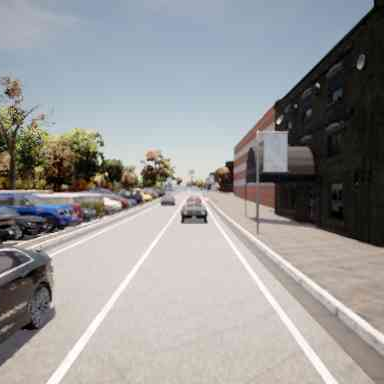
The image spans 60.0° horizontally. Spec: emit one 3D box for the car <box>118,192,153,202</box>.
[{"bbox_3d":[-9.261,0.811,55.016,5.366,1.575,1.946,0,1,0],"label":"car"}]

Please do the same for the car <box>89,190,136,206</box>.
[{"bbox_3d":[-9.209,1.019,38.062,4.553,1.767,2.185,0,1,0],"label":"car"}]

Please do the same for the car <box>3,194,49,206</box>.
[{"bbox_3d":[-21.719,1.035,43.729,4.892,1.521,2.231,0,1,0],"label":"car"}]

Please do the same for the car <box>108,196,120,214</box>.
[{"bbox_3d":[-9.232,1.346,29.581,4.674,1.452,2.002,0,1,0],"label":"car"}]

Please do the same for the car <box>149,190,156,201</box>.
[{"bbox_3d":[-8.907,0.866,52.188,5.366,1.575,1.946,0,1,0],"label":"car"}]

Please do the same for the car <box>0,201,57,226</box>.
[{"bbox_3d":[-9.320,1.361,15.439,5.008,1.535,2.097,0,0,0],"label":"car"}]

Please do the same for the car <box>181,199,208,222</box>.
[{"bbox_3d":[0.165,1.439,24.967,1.895,1.301,4.718,0,1,0],"label":"car"}]

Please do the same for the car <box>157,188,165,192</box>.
[{"bbox_3d":[-8.950,0.425,74.790,5.008,1.535,2.097,0,1,0],"label":"car"}]

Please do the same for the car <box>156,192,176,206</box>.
[{"bbox_3d":[-3.140,1.104,44.507,2.033,1.411,5.357,0,1,1],"label":"car"}]

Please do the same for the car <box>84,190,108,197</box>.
[{"bbox_3d":[-21.535,0.426,74.782,4.892,1.521,2.231,0,1,0],"label":"car"}]

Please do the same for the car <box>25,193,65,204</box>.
[{"bbox_3d":[-21.684,0.926,49.250,5.008,1.535,2.097,0,1,0],"label":"car"}]

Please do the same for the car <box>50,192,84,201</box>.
[{"bbox_3d":[-21.632,0.761,57.719,5.008,1.535,2.097,0,1,0],"label":"car"}]

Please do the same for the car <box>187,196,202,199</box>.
[{"bbox_3d":[0.275,1.178,41.223,1.994,1.385,4.181,0,1,1],"label":"car"}]

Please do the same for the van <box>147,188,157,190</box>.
[{"bbox_3d":[-9.158,0.478,60.661,4.442,1.987,1.878,0,1,0],"label":"van"}]

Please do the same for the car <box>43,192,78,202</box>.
[{"bbox_3d":[-21.640,0.816,54.896,5.008,1.535,2.097,0,1,0],"label":"car"}]

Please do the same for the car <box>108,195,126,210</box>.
[{"bbox_3d":[-9.210,1.295,32.415,4.674,1.452,2.002,0,1,0],"label":"car"}]

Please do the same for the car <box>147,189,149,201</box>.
[{"bbox_3d":[-9.141,0.799,49.362,4.553,1.767,2.185,0,1,0],"label":"car"}]

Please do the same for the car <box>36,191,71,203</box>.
[{"bbox_3d":[-21.692,0.746,52.071,4.553,1.767,2.185,0,1,0],"label":"car"}]

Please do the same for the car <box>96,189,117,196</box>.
[{"bbox_3d":[-21.415,0.115,83.257,4.553,1.767,2.185,0,0,0],"label":"car"}]

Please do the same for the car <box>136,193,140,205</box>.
[{"bbox_3d":[-9.164,1.130,40.890,4.674,1.452,2.002,0,1,0],"label":"car"}]

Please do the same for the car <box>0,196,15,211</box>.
[{"bbox_3d":[-21.798,1.229,35.262,4.792,1.488,2.163,0,1,0],"label":"car"}]

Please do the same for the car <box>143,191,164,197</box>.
[{"bbox_3d":[-8.936,0.406,77.618,4.674,1.452,2.002,0,1,0],"label":"car"}]

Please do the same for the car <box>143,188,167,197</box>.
[{"bbox_3d":[-8.893,0.056,80.436,5.566,2.045,2.435,0,1,0],"label":"car"}]

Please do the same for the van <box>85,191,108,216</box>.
[{"bbox_3d":[-9.364,1.110,26.621,4.442,1.987,1.878,0,0,0],"label":"van"}]

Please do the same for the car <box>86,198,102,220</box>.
[{"bbox_3d":[-9.266,1.385,23.916,4.674,1.452,2.002,0,0,0],"label":"car"}]

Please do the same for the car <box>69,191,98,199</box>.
[{"bbox_3d":[-21.571,0.593,66.313,5.008,1.535,2.097,0,1,0],"label":"car"}]

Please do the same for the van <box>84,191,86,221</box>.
[{"bbox_3d":[-9.397,1.124,21.091,4.442,1.987,1.878,0,0,0],"label":"van"}]

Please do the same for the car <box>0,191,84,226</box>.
[{"bbox_3d":[-9.270,1.104,18.264,5.566,2.045,2.435,0,0,0],"label":"car"}]

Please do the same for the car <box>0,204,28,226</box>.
[{"bbox_3d":[-9.327,1.366,12.614,5.008,1.535,2.097,0,0,0],"label":"car"}]

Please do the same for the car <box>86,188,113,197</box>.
[{"bbox_3d":[-21.485,0.118,77.476,5.566,2.045,2.435,0,1,0],"label":"car"}]

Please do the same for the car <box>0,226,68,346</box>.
[{"bbox_3d":[-3.346,1.469,3.994,2.128,1.511,4.902,0,0,0],"label":"car"}]

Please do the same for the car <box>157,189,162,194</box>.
[{"bbox_3d":[-9.010,0.633,66.316,4.674,1.452,2.002,0,1,0],"label":"car"}]

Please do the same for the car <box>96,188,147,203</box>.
[{"bbox_3d":[-9.172,0.783,43.709,5.566,2.045,2.435,0,1,0],"label":"car"}]

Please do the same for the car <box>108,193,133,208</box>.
[{"bbox_3d":[-9.190,1.200,35.239,5.008,1.535,2.097,0,1,0],"label":"car"}]
